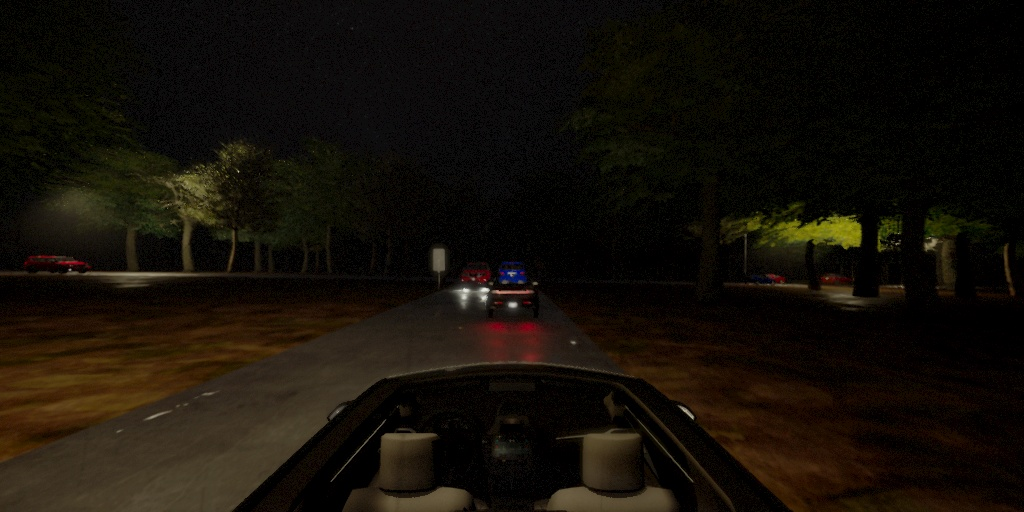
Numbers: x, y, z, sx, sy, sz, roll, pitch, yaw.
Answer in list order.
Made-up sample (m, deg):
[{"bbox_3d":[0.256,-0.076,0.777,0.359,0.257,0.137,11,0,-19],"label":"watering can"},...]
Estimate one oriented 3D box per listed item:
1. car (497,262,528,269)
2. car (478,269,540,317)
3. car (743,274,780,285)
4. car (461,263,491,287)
[{"bbox_3d":[0.031,1.482,27.789,2.150,2.045,5.566,0,-2,0],"label":"car"},{"bbox_3d":[0.045,1.447,14.187,2.128,1.511,4.902,0,-1,0],"label":"car"},{"bbox_3d":[35.531,3.429,51.562,4.674,1.442,1.812,2,-1,-14],"label":"car"},{"bbox_3d":[-3.034,1.577,31.253,2.150,2.045,5.566,0,-2,1],"label":"car"}]
